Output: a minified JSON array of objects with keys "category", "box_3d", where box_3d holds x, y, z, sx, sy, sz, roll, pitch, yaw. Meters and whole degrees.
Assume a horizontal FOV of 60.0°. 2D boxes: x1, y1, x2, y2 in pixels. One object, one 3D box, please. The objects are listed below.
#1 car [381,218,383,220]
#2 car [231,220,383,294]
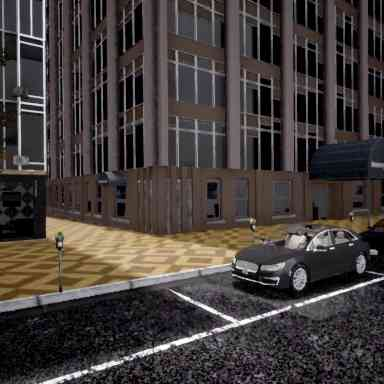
[{"category":"car","box_3d":[7.588,1.564,11.999,4.313,1.339,1.947,0,-1,-36]},{"category":"car","box_3d":[2.964,1.550,8.694,4.403,1.369,2.008,0,-1,-36]}]
